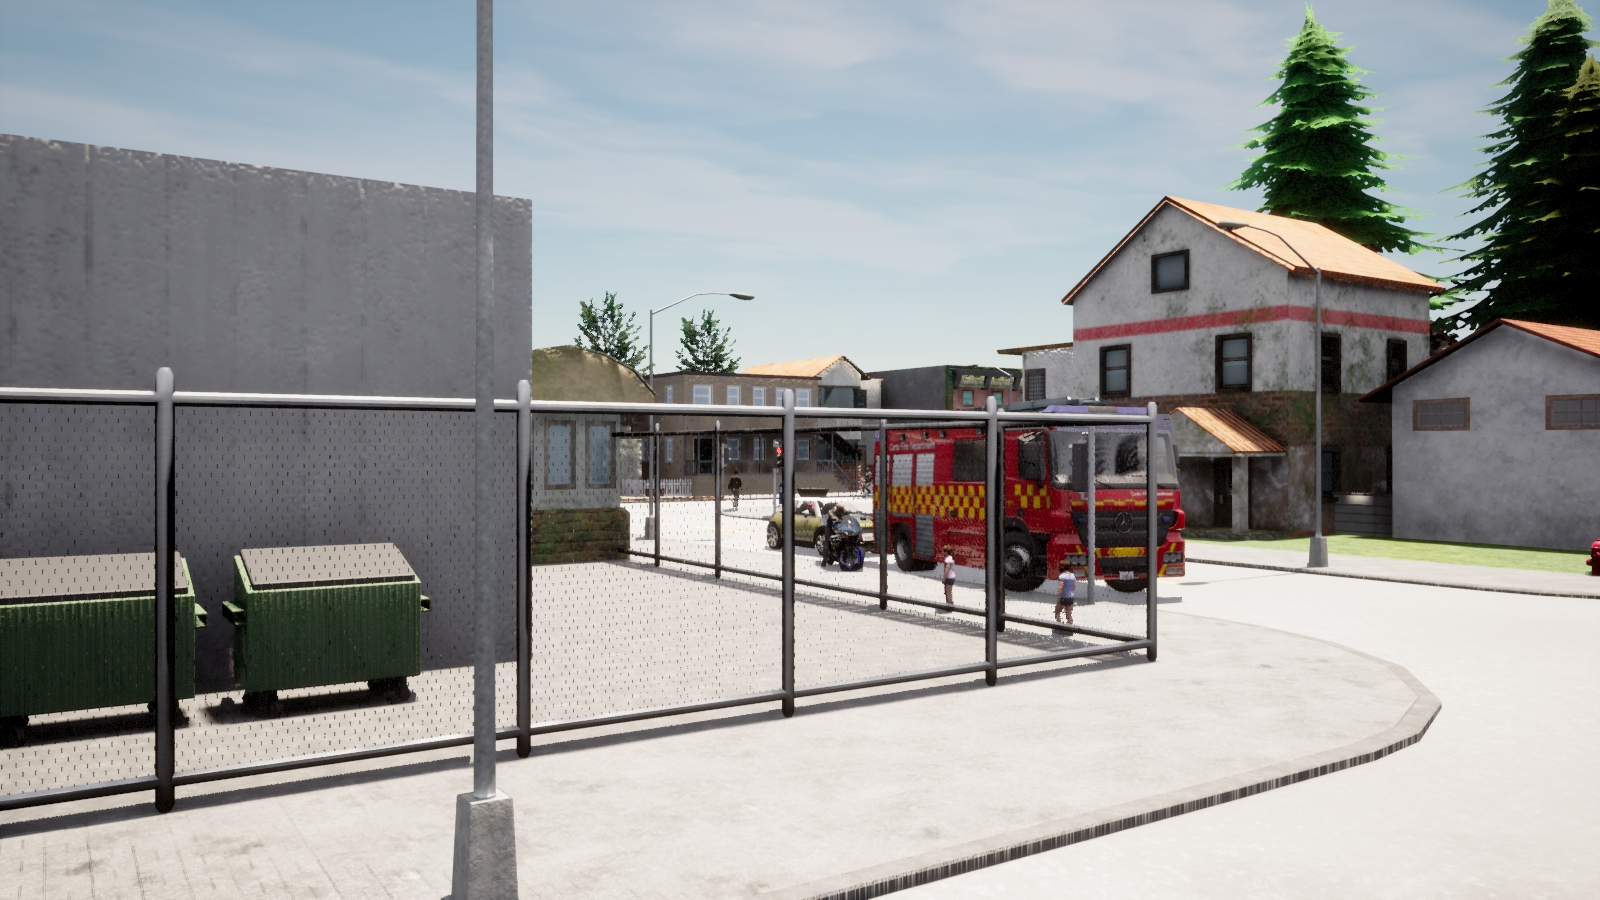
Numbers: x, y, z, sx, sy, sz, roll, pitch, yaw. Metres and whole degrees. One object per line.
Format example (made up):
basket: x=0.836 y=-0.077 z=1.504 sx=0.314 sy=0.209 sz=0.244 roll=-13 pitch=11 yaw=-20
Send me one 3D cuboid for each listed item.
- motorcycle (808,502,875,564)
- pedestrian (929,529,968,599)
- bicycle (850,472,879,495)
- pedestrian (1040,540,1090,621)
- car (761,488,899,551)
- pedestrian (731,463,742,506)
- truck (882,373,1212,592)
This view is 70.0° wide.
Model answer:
motorcycle: x=0.923 y=1.872 z=26.186 sx=0.867 sy=1.251 sz=2.209 roll=0 pitch=0 yaw=-17
pedestrian: x=2.476 y=1.895 z=19.038 sx=0.500 sy=1.100 sz=0.500 roll=0 pitch=0 yaw=30
bicycle: x=3.714 y=1.940 z=65.827 sx=1.835 sy=1.271 sz=0.329 roll=0 pitch=0 yaw=-33
pedestrian: x=3.862 y=1.896 z=16.665 sx=0.500 sy=1.100 sz=0.500 roll=0 pitch=0 yaw=-30
car: x=0.752 y=1.845 z=31.311 sx=1.970 sy=1.475 sz=3.806 roll=0 pitch=0 yaw=-33
pedestrian: x=-2.800 y=1.517 z=50.301 sx=0.375 sy=1.860 sz=0.375 roll=0 pitch=0 yaw=17
truck: x=4.771 y=0.674 z=24.459 sx=2.891 sy=3.827 sz=8.468 roll=1 pitch=-1 yaw=-19
